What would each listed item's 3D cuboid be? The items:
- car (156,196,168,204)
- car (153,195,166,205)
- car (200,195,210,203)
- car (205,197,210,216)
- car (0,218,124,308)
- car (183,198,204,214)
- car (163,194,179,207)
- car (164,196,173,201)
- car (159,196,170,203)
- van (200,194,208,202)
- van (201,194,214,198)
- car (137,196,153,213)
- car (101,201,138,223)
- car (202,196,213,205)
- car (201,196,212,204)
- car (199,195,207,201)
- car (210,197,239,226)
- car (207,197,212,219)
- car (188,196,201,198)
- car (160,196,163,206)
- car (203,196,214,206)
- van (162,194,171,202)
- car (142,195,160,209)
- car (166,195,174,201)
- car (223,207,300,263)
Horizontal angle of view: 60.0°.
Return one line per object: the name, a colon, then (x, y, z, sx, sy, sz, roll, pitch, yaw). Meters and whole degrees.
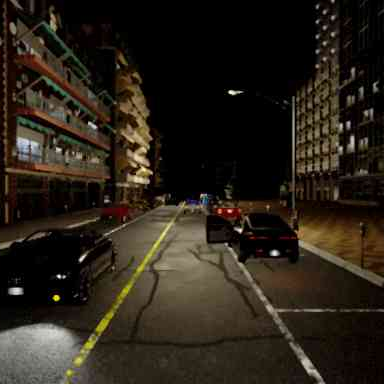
car: (-5.692, 1.536, 64.167, 1.947, 1.339, 4.313, 0, 0, 0)
car: (-5.693, 1.409, 58.640, 1.967, 1.590, 4.097, 0, 0, 0)
car: (2.687, 1.412, 69.693, 1.967, 1.590, 4.097, 0, 0, 0)
car: (2.686, 1.554, 36.534, 1.802, 1.307, 4.206, 0, 0, 0)
car: (-3.101, 1.555, 7.840, 1.994, 1.385, 4.181, 0, 0, 0)
car: (0.050, 1.573, 35.653, 1.895, 1.301, 4.718, 0, 0, 1)
car: (-2.998, 1.484, 50.793, 1.882, 1.535, 5.008, 0, 0, 0)
car: (-5.692, 1.560, 80.747, 1.802, 1.307, 4.206, 0, 0, 0)
car: (-5.692, 1.517, 69.694, 1.887, 1.381, 4.507, 0, 0, 0)
van: (2.686, 1.316, 75.221, 1.690, 1.788, 3.998, 0, 0, 0)
van: (2.686, 1.310, 53.113, 1.690, 1.788, 3.998, 0, 0, 0)
car: (-5.694, 1.498, 36.365, 1.752, 1.417, 4.829, 0, 0, 0)
car: (-5.695, 1.522, 25.481, 1.887, 1.381, 4.507, 0, 0, 0)
car: (2.687, 1.494, 58.809, 1.752, 1.417, 4.829, 0, 0, 0)
car: (2.688, 1.536, 64.167, 1.947, 1.339, 4.313, 0, 0, 0)
car: (2.688, 1.504, 80.916, 1.752, 1.417, 4.829, 0, 0, 0)
car: (2.685, 1.417, 25.479, 1.967, 1.590, 4.097, 0, 0, 0)
car: (2.686, 1.500, 31.177, 1.752, 1.417, 4.829, 0, 0, 0)
car: (0.016, 1.446, 48.714, 1.882, 1.535, 5.008, 0, 0, 0)
car: (-5.693, 1.520, 47.587, 2.008, 1.369, 4.403, 0, 0, 0)
car: (2.686, 1.552, 42.060, 1.802, 1.307, 4.206, 0, 0, 0)
van: (-5.694, 1.316, 75.221, 1.690, 1.788, 3.998, 0, 0, 0)
car: (-5.696, 1.285, 42.060, 2.192, 1.841, 5.009, 0, 0, 0)
car: (-5.692, 1.564, 86.273, 1.802, 1.307, 4.206, 0, 0, 0)
car: (2.355, 1.492, 11.897, 1.837, 1.490, 4.892, 0, 0, 0)
